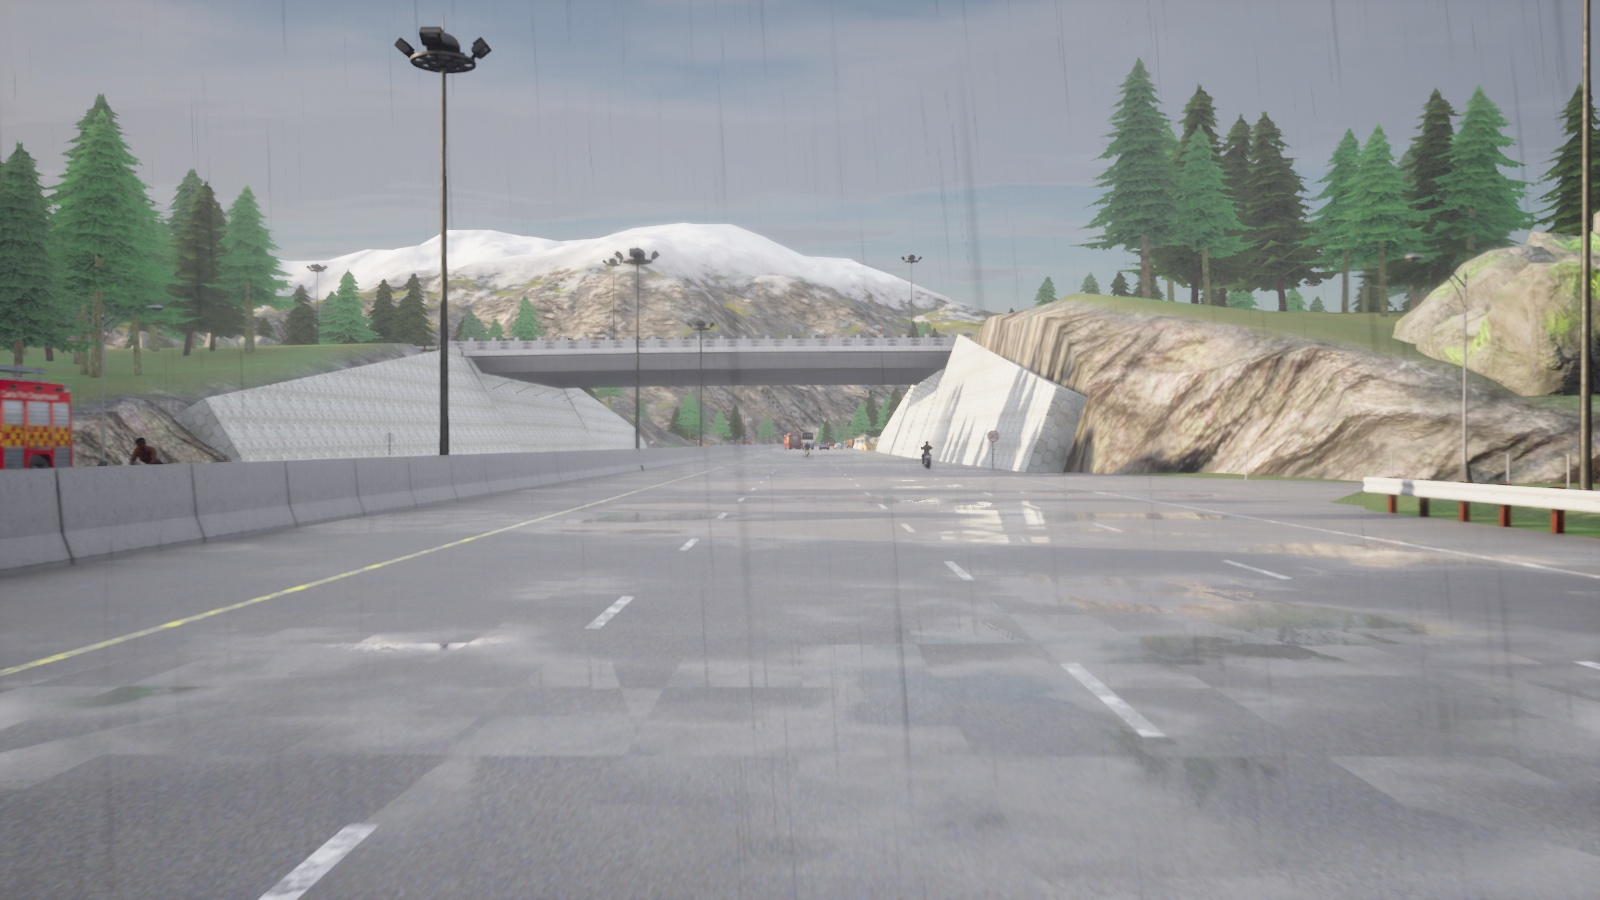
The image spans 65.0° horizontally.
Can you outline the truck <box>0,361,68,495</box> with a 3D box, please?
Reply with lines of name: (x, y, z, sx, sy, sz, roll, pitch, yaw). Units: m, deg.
truck: (-24.286, -0.634, 34.895, 2.891, 3.827, 8.468, 0, 0, 0)
